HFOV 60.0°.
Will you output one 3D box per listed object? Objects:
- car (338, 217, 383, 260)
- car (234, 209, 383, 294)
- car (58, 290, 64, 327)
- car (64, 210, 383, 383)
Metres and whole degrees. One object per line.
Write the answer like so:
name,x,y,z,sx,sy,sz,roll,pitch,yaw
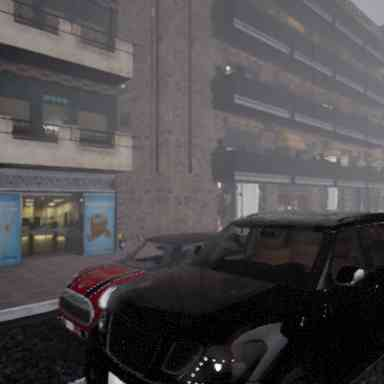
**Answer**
car,8.031,1.844,14.011,4.206,1.307,1.802,1,-1,-41
car,3.805,1.519,10.286,5.009,1.841,2.192,1,-1,-41
car,-0.421,1.587,6.555,4.097,1.590,1.967,1,-1,-41
car,1.446,1.321,4.623,5.566,2.045,2.150,1,-2,-41
